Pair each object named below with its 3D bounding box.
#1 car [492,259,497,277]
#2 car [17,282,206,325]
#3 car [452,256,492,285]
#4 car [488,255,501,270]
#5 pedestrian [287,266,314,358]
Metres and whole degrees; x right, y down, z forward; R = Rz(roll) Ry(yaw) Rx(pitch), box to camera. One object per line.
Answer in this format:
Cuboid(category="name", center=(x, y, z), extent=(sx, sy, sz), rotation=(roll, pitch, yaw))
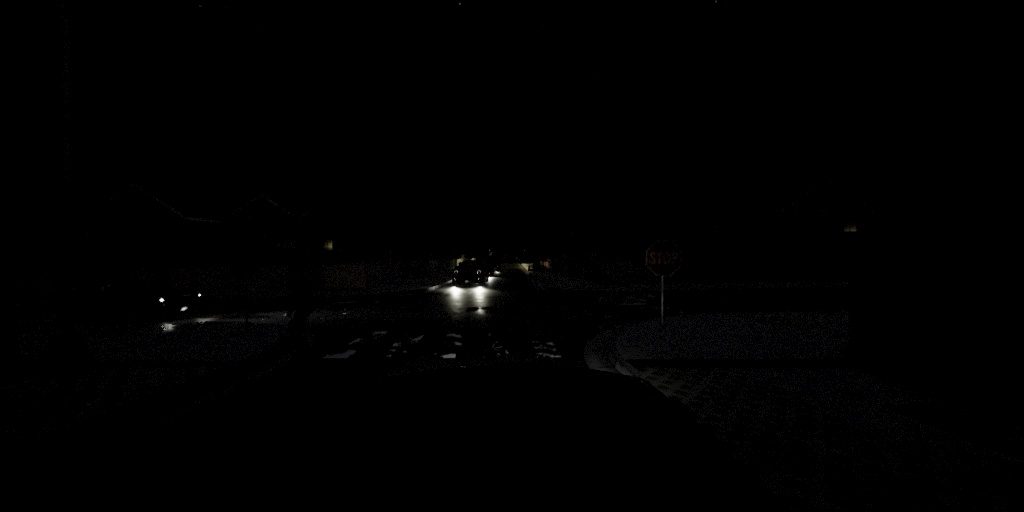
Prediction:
Cuboid(category="car", center=(-2.838, 1.302, 35.795), extent=(1.994, 1.385, 4.181), rotation=(0, 0, 0))
Cuboid(category="car", center=(-13.648, 1.562, 12.474), extent=(4.718, 1.301, 1.895), rotation=(-1, 0, -1))
Cuboid(category="car", center=(-2.905, 1.094, 25.787), extent=(2.097, 1.767, 4.553), rotation=(0, 0, 2))
Cuboid(category="car", center=(-2.826, 0.943, 51.378), extent=(2.150, 2.045, 5.566), rotation=(0, 1, 0))
Cuboid(category="pedestrian", center=(-4.088, 1.042, 6.988), extent=(0.375, 1.860, 0.375), rotation=(0, 0, 0))
